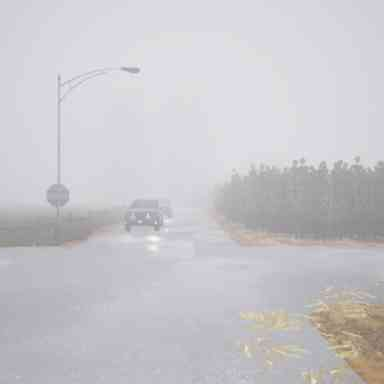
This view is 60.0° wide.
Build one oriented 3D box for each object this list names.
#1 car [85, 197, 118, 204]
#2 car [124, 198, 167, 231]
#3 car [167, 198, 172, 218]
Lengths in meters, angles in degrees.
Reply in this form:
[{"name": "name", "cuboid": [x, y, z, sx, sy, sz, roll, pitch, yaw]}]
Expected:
[{"name": "car", "cuboid": [-16.285, 2.092, 61.464, 5.357, 1.411, 2.033, 0, 0, 0]}, {"name": "car", "cuboid": [-3.189, 1.486, 22.929, 2.150, 2.045, 5.566, 0, -1, -1]}, {"name": "car", "cuboid": [-3.223, 1.612, 34.817, 2.150, 2.045, 5.566, 0, 0, 0]}]
